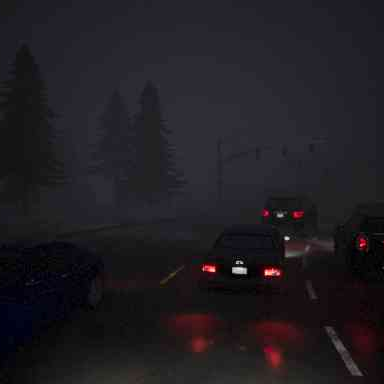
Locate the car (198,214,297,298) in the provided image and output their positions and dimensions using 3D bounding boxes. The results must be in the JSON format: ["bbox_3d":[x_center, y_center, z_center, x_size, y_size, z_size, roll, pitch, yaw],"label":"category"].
[{"bbox_3d":[1.544,1.546,8.773,2.033,1.411,5.357,0,0,15],"label":"car"}]

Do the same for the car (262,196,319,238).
[{"bbox_3d":[5.480,1.219,18.222,2.150,2.045,5.566,0,0,28],"label":"car"}]

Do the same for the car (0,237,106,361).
[{"bbox_3d":[-2.953,1.522,5.257,1.812,1.442,4.674,0,0,10],"label":"car"}]

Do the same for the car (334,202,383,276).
[{"bbox_3d":[5.677,1.354,10.176,2.097,1.767,4.553,0,0,17],"label":"car"}]
